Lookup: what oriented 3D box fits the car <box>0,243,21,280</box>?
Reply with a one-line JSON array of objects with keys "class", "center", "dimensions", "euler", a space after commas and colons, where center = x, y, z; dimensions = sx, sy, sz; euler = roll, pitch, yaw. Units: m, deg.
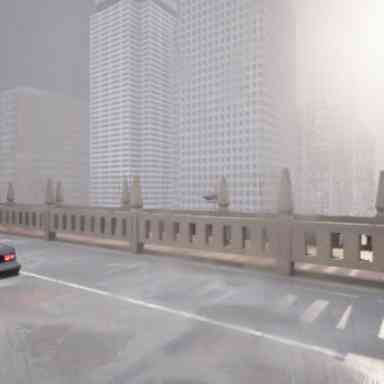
[{"class": "car", "center": [-6.536, 1.541, 8.502], "dimensions": [5.357, 1.411, 2.033], "euler": [0, 0, 35]}]
